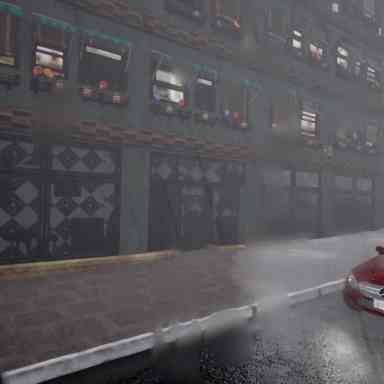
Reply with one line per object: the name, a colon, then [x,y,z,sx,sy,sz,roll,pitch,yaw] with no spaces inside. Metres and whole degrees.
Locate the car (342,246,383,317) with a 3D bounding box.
car: [4.917,1.530,6.600,4.674,1.442,1.812,0,0,-36]
